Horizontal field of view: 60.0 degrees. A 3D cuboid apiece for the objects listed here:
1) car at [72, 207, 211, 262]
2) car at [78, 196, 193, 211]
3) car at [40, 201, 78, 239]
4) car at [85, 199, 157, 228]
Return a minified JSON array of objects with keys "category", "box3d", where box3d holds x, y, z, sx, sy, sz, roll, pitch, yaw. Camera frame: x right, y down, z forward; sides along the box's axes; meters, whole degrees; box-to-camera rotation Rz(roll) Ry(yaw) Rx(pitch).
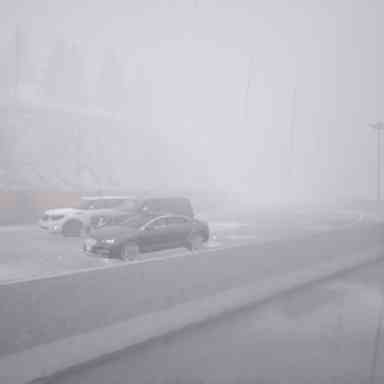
[{"category":"car","box3d":[-1.455,1.513,12.167,4.902,1.511,2.128,0,0,-42]},{"category":"car","box3d":[-2.233,1.250,16.094,5.566,2.045,2.150,0,0,-43]},{"category":"car","box3d":[-5.202,1.247,18.103,5.566,2.045,2.150,0,0,-43]},{"category":"car","box3d":[-4.875,1.389,23.388,2.097,1.767,4.553,0,0,43]}]
